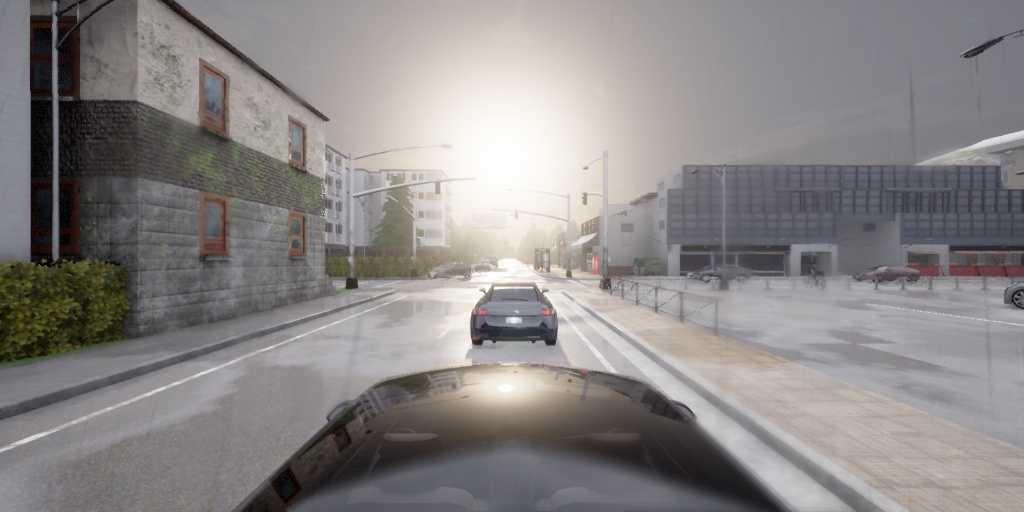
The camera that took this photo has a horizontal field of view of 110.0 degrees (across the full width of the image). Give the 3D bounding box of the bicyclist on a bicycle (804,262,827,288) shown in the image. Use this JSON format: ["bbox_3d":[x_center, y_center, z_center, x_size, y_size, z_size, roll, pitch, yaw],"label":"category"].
[{"bbox_3d":[18.689,1.227,22.123,0.582,1.620,1.656,0,0,0],"label":"bicyclist on a bicycle"}]

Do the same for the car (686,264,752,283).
[{"bbox_3d":[17.032,1.418,29.600,4.902,1.511,2.128,0,0,0],"label":"car"}]

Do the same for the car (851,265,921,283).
[{"bbox_3d":[30.874,1.453,29.640,4.674,1.442,1.812,-1,0,-1],"label":"car"}]

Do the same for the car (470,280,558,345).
[{"bbox_3d":[0.053,1.314,9.502,1.994,1.385,4.181,0,0,0],"label":"car"}]

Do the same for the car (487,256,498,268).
[{"bbox_3d":[-3.642,0.970,63.384,2.150,2.045,5.566,0,0,0],"label":"car"}]

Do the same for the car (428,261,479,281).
[{"bbox_3d":[-5.578,1.349,32.752,2.128,1.511,4.902,1,2,30],"label":"car"}]

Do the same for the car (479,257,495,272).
[{"bbox_3d":[-3.653,1.254,46.734,1.837,1.490,4.892,0,0,0],"label":"car"}]
